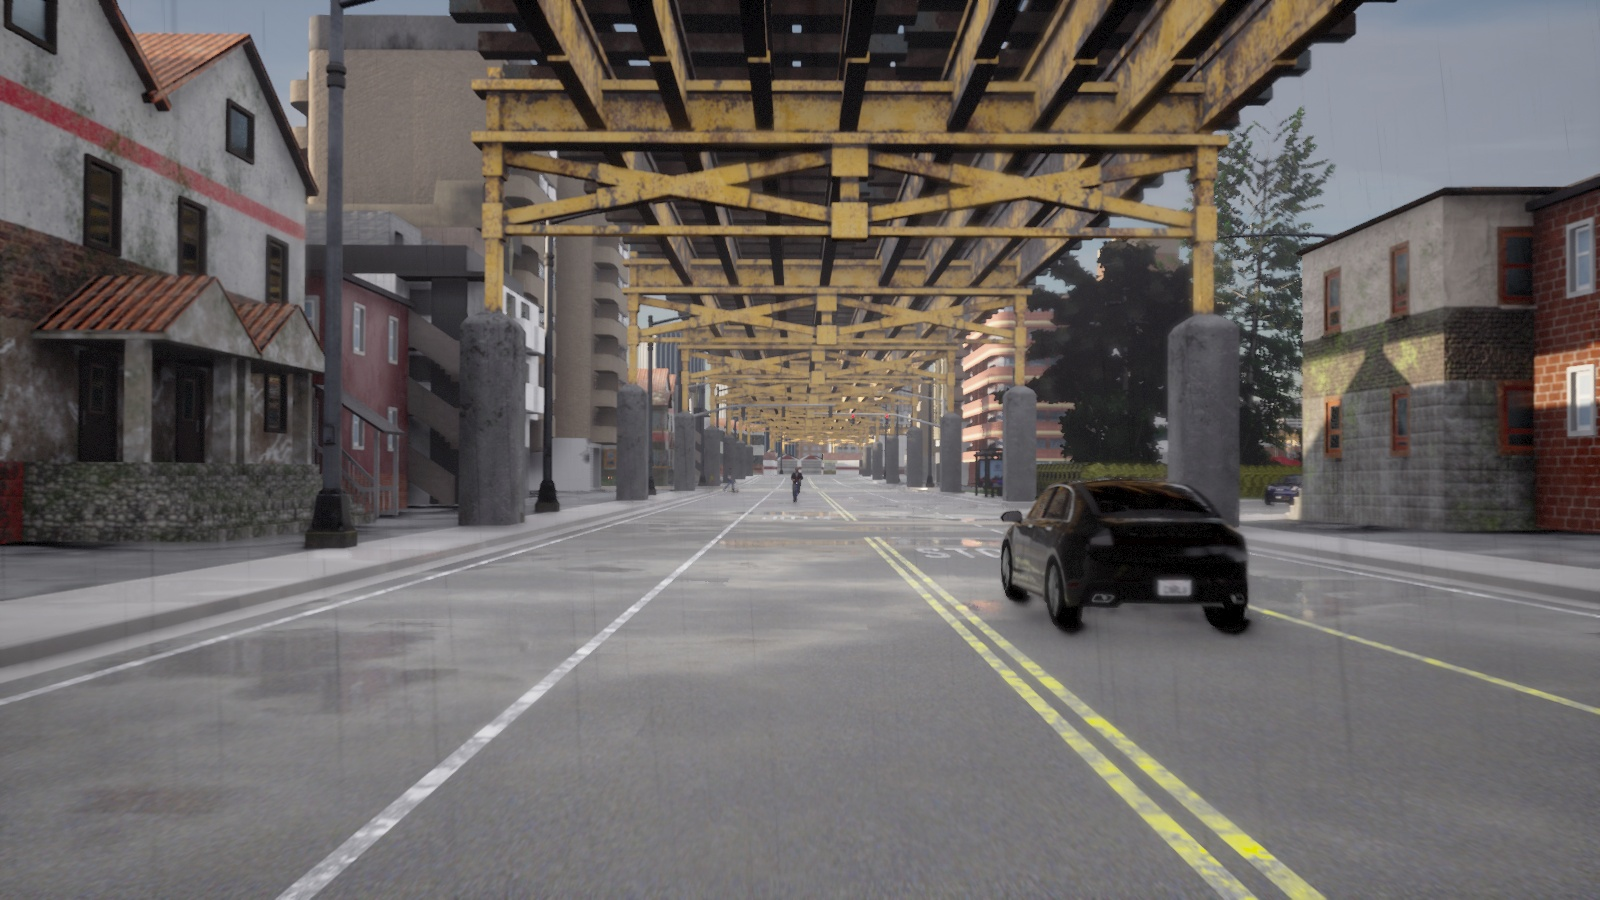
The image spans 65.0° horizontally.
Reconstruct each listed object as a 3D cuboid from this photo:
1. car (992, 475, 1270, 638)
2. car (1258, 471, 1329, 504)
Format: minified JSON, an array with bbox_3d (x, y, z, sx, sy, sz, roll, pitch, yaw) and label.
[{"bbox_3d":[3.467,1.044,14.190,1.837,1.490,4.892,0,-1,0],"label":"car"},{"bbox_3d":[23.252,1.729,59.106,1.845,1.501,3.633,-1,-1,45],"label":"car"}]
